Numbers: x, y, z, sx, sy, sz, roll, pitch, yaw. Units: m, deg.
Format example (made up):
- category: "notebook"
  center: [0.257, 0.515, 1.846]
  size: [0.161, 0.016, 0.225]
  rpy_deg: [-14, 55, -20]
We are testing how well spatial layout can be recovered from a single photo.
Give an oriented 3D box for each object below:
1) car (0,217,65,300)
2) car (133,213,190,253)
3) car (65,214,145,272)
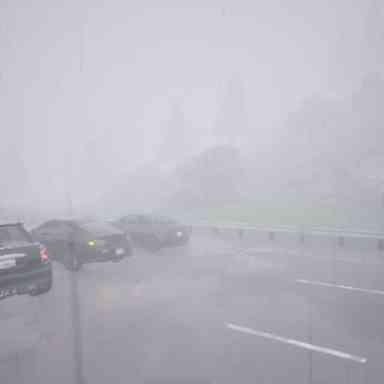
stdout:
- category: "car"
  center: [-5.194, 1.361, 7.337]
  size: [4.553, 1.767, 2.097]
  rpy_deg: [0, 0, 33]
- category: "car"
  center: [-2.166, 1.556, 13.720]
  size: [4.181, 1.385, 1.994]
  rpy_deg: [0, 0, 33]
- category: "car"
  center: [-3.992, 1.527, 10.741]
  size: [4.674, 1.442, 1.812]
  rpy_deg: [0, 0, 33]
